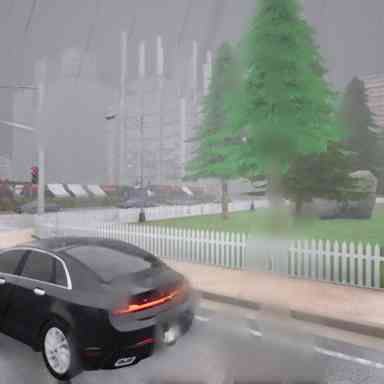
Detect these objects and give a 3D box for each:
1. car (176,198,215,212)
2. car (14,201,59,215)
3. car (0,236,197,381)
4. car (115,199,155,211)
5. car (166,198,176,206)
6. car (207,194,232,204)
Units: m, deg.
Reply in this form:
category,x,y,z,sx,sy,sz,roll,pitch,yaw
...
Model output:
category,x,y,z,sx,sy,sz,roll,pitch,yaw
car,0.440,1.556,38.296,1.994,1.385,4.181,0,0,34
car,-15.608,1.552,33.594,1.994,1.385,4.181,0,0,34
car,-2.211,1.503,5.505,4.892,1.490,1.837,0,0,36
car,-6.795,1.537,40.437,2.033,1.411,5.357,0,0,34
car,-2.143,1.589,53.585,1.895,1.301,4.718,0,0,34
car,5.207,1.483,58.134,2.128,1.511,4.902,0,0,34
